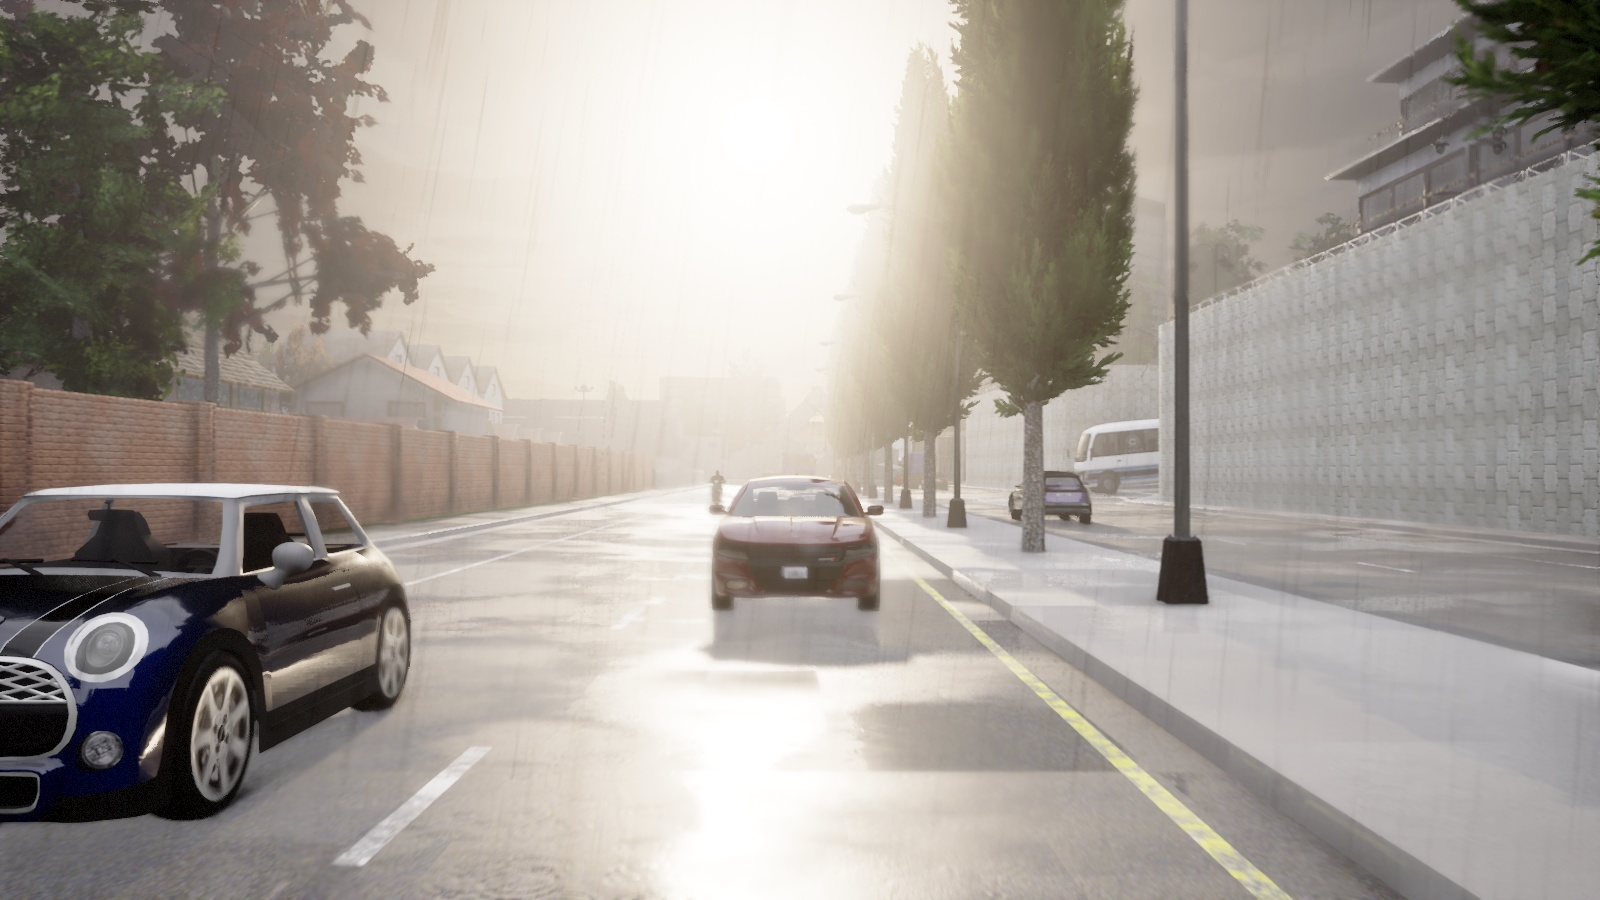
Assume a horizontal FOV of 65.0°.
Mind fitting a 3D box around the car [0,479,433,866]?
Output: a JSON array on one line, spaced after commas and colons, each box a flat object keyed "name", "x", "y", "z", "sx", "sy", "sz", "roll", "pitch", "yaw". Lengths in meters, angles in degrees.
[{"name": "car", "x": -3.517, "y": 0.908, "z": 6.782, "sx": 1.970, "sy": 1.475, "sz": 3.806, "roll": 0, "pitch": -1, "yaw": 0}]

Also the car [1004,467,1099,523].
[{"name": "car", "x": 7.903, "y": 1.382, "z": 39.966, "sx": 2.033, "sy": 1.649, "sz": 4.856, "roll": 0, "pitch": -1, "yaw": 0}]

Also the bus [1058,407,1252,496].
[{"name": "bus", "x": 21.342, "y": 0.117, "z": 76.091, "sx": 10.273, "sy": 4.253, "sz": 3.944, "roll": -6, "pitch": -1, "yaw": 1}]

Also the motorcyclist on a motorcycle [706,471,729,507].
[{"name": "motorcyclist on a motorcycle", "x": -3.634, "y": 1.712, "z": 55.494, "sx": 0.866, "sy": 1.590, "sz": 1.817, "roll": 0, "pitch": -1, "yaw": 0}]

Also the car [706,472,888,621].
[{"name": "car", "x": -0.038, "y": 1.053, "z": 15.590, "sx": 1.882, "sy": 1.535, "sz": 5.008, "roll": 0, "pitch": -1, "yaw": 0}]
